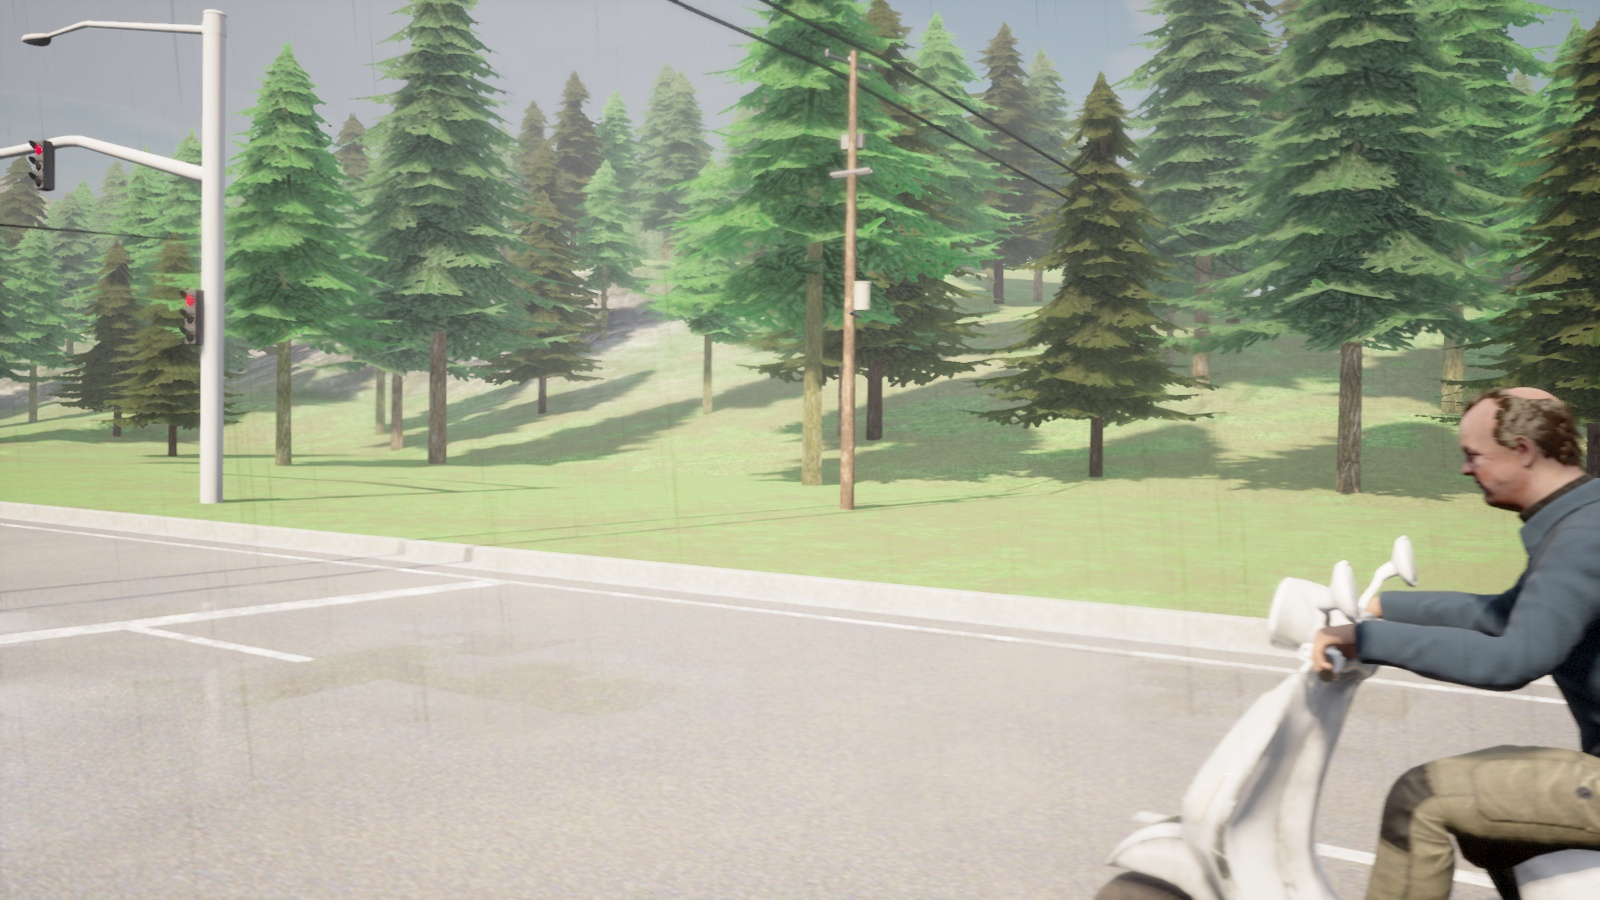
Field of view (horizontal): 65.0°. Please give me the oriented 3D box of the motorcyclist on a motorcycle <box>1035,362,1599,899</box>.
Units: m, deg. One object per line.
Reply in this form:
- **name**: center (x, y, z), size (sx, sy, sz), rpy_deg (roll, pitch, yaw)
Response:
- **motorcyclist on a motorcycle**: center (1.512, 0.635, 2.617), size (1.817, 1.590, 0.866), rpy_deg (0, 1, 34)
